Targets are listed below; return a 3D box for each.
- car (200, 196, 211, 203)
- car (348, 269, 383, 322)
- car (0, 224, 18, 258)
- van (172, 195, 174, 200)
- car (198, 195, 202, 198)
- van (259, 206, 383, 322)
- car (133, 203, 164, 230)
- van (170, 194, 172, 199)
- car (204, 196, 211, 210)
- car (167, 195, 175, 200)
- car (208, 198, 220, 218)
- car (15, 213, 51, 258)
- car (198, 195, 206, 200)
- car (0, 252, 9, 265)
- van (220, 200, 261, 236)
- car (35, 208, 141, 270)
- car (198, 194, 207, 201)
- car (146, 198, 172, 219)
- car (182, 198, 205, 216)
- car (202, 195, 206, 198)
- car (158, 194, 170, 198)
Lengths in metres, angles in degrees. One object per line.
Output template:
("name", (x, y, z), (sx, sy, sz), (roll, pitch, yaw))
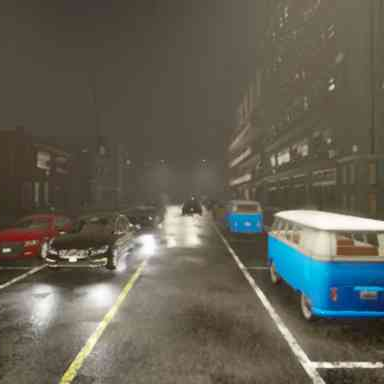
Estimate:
("car", (2.691, 1.491, 68.319), (2.008, 1.369, 4.403), (1, 0, 0))
("car", (2.701, 1.551, 1.350), (2.008, 1.369, 4.403), (1, 0, 0))
("car", (-5.681, 1.580, 6.893), (1.802, 1.307, 4.206), (1, 0, 0))
("van", (-5.687, 1.262, 79.435), (1.690, 1.788, 3.998), (1, 0, 0))
("car", (0.041, 1.535, 46.325), (1.994, 1.385, 4.181), (0, 0, 1))
("van", (2.703, 1.339, 6.929), (1.690, 1.788, 3.998), (1, 0, 0))
("car", (-3.094, 1.593, 21.260), (1.895, 1.301, 4.718), (0, 0, 0))
("van", (-5.685, 1.281, 68.275), (1.690, 1.788, 3.998), (1, 0, 0))
("car", (2.695, 1.543, 40.415), (1.947, 1.339, 4.313), (1, 0, 0))
("car", (-5.693, 1.445, 90.596), (1.887, 1.381, 4.507), (1, 0, 0))
("car", (2.697, 1.512, 29.422), (1.752, 1.417, 4.829), (1, 0, 0))
("car", (-5.681, 1.541, 12.473), (1.887, 1.381, 4.507), (1, 0, 0))
("car", (2.688, 1.451, 90.640), (2.008, 1.369, 4.403), (1, 0, 0))
("car", (-3.089, 1.477, 1.327), (1.882, 1.535, 5.008), (0, 0, 0))
("van", (2.702, 1.335, 18.092), (1.690, 1.788, 3.998), (1, 0, 0))
("car", (-3.091, 1.501, 11.052), (1.837, 1.490, 4.892), (0, 0, 0))
("car", (2.690, 1.351, 85.060), (1.967, 1.590, 4.097), (1, 0, 0))
("car", (-3.005, 1.511, 26.222), (2.128, 1.511, 4.902), (0, 0, 0))
("car", (0.010, 1.548, 32.583), (1.994, 1.385, 4.181), (0, 0, 0))
("car", (2.694, 1.537, 45.995), (1.947, 1.339, 4.313), (1, 0, 0))
("car", (-5.689, 1.514, 62.695), (1.947, 1.339, 4.313), (1, 0, 0))
